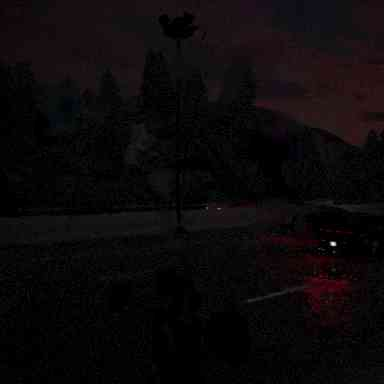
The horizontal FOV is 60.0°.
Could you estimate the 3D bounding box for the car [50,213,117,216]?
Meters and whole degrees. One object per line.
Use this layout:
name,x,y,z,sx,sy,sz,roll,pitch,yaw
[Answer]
car,-7.568,1.566,24.385,5.357,1.411,2.033,0,0,-35

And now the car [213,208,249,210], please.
car,3.178,1.393,27.734,4.553,1.767,2.097,0,0,-35

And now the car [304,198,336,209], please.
car,17.949,1.615,46.497,4.674,1.442,1.812,0,0,-33

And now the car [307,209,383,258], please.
car,6.872,1.534,12.946,4.892,1.490,1.837,0,0,-35

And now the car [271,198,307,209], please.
car,14.127,1.632,48.217,5.357,1.411,2.033,0,0,-33

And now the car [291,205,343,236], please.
car,7.352,1.512,17.585,5.008,1.535,1.882,0,0,-35
